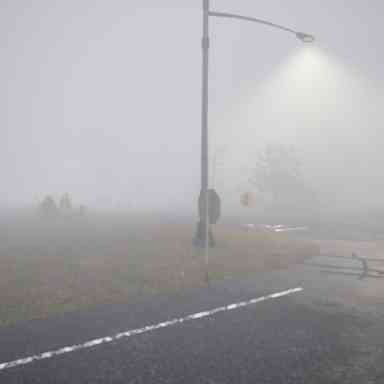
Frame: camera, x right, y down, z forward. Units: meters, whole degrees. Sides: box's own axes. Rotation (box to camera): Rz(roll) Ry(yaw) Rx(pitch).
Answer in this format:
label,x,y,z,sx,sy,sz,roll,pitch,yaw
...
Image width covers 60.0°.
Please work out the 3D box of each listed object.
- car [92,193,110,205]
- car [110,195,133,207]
label,x,y,z,sx,sy,sz,roll,pitch,yaw
car,-16.445,1.217,60.820,2.150,2.045,5.566,1,0,-34
car,-10.875,1.577,52.498,1.994,1.385,4.181,1,0,-33
